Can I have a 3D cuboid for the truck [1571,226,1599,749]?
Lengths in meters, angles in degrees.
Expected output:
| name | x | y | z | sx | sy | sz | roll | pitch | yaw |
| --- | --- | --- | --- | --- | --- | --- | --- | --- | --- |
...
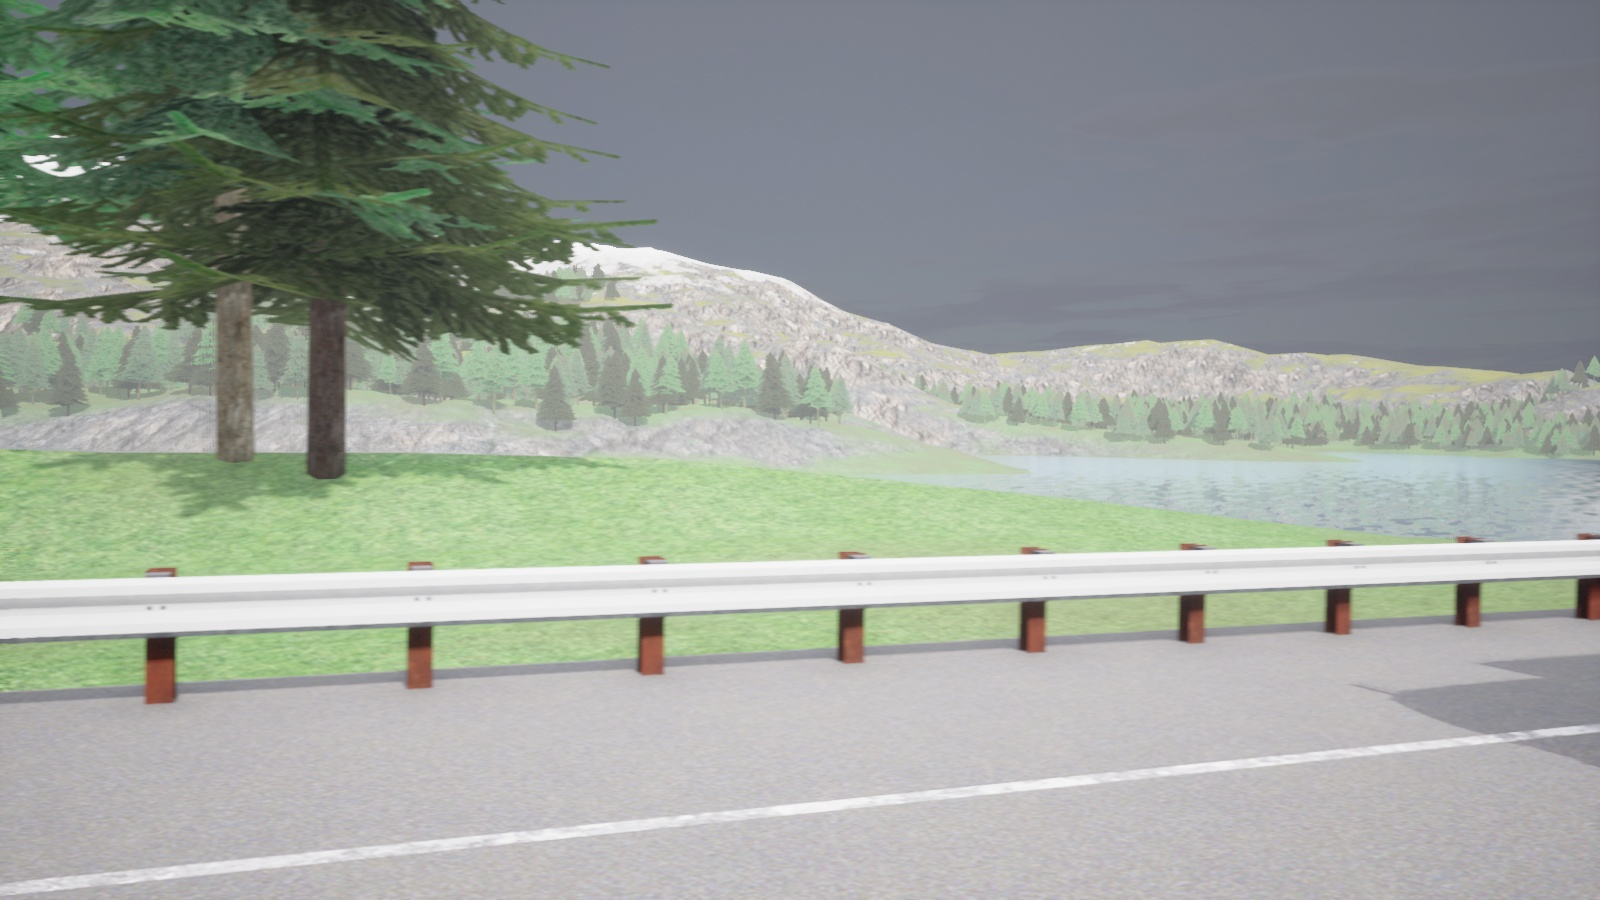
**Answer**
| name | x | y | z | sx | sy | sz | roll | pitch | yaw |
| --- | --- | --- | --- | --- | --- | --- | --- | --- | --- |
| truck | 6.623 | 0.173 | 5.749 | 5.204 | 2.467 | 2.627 | 0 | 1 | -21 |
